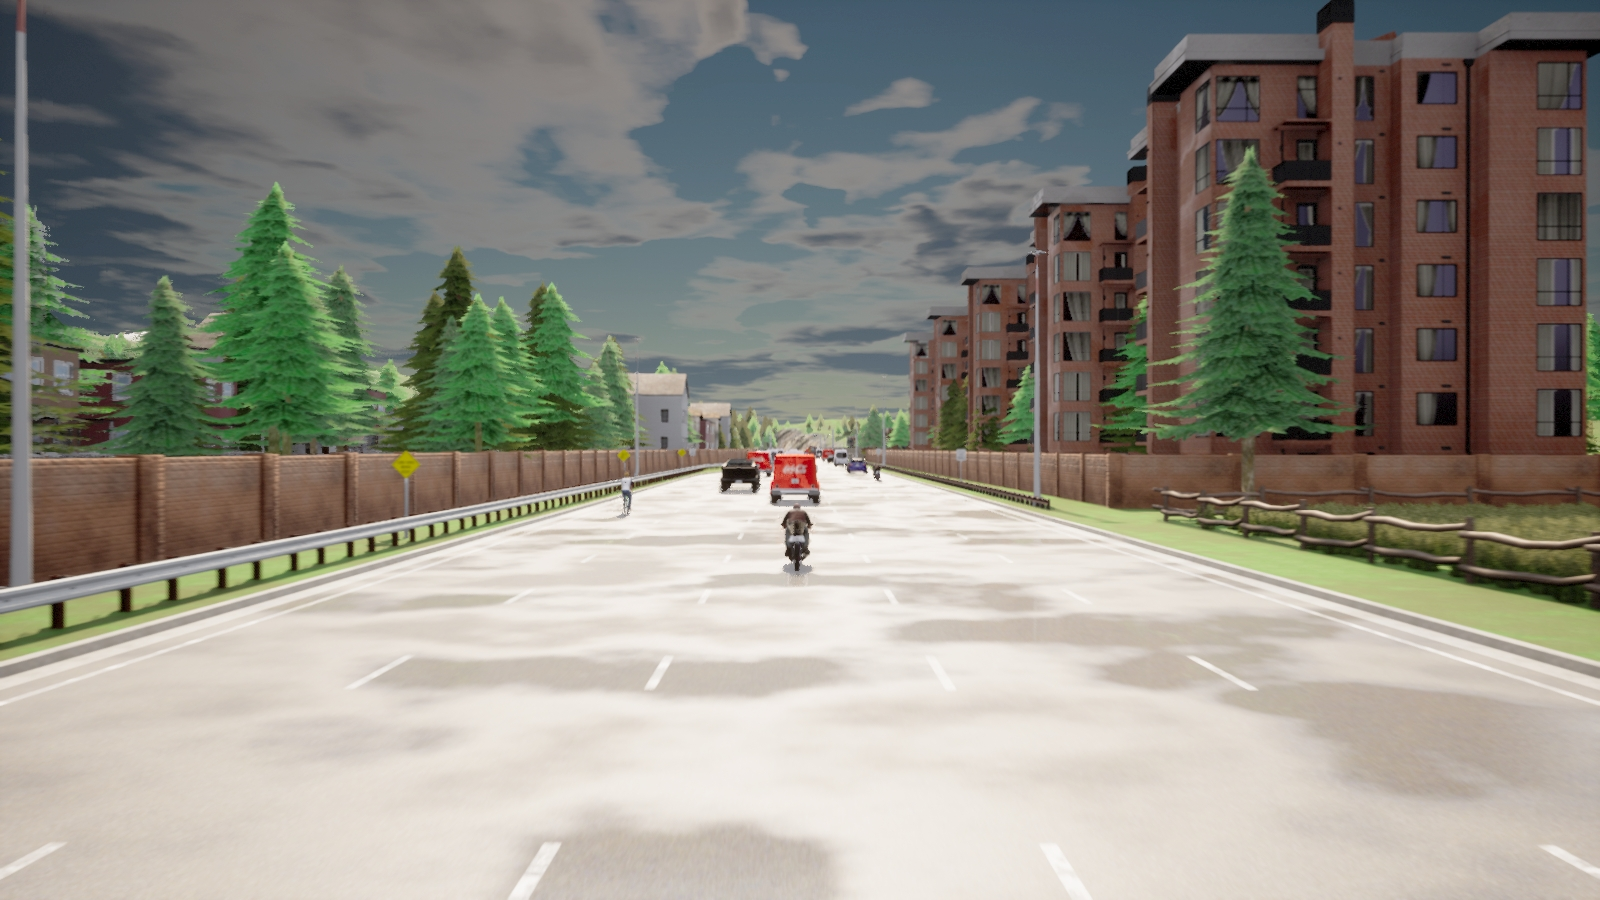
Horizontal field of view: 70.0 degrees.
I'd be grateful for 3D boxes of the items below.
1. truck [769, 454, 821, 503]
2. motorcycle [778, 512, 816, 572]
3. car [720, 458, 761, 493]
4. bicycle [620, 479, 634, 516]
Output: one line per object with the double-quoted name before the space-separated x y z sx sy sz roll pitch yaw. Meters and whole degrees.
"truck" -0.265 1.455 60.180 2.627 2.467 5.204 0 0 0
"motorcycle" -0.074 2.153 27.071 0.867 1.251 2.209 0 0 0
"car" -3.847 1.615 74.499 2.390 2.098 6.274 0 0 0
"bicycle" -7.205 1.966 47.609 0.373 1.496 1.643 0 0 0
